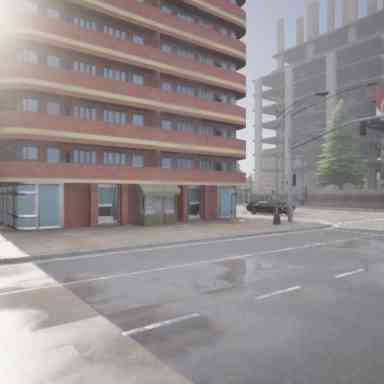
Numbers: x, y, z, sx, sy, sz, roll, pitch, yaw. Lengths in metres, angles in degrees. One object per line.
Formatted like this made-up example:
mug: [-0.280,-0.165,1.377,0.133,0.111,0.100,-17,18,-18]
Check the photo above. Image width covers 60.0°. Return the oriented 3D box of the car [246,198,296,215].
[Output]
car: [7.620,1.601,32.680,1.895,1.301,4.718,0,0,-36]

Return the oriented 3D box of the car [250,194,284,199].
car: [8.775,1.222,37.024,2.150,2.045,5.566,0,0,-36]
